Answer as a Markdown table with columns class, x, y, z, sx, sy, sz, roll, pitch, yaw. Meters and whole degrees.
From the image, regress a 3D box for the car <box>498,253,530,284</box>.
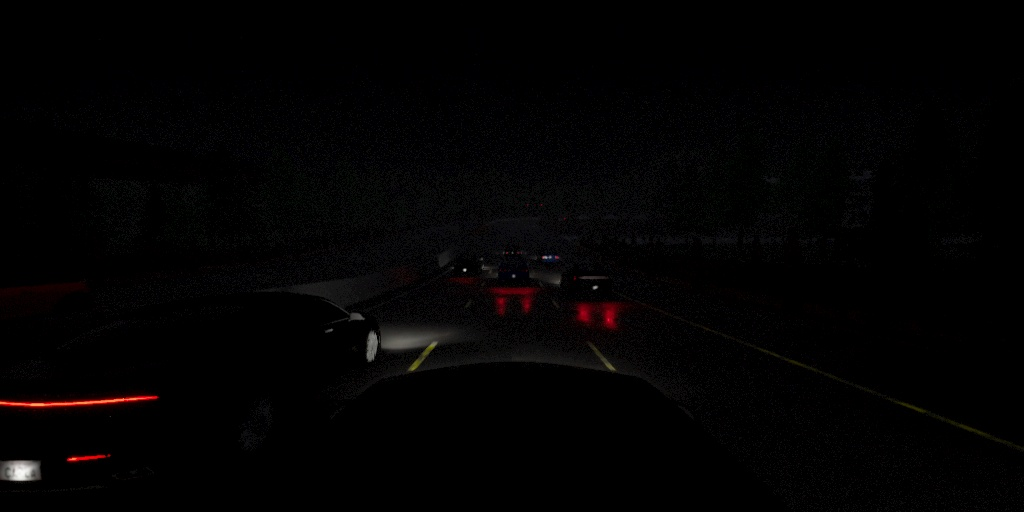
| class | x | y | z | sx | sy | sz | roll | pitch | yaw |
| --- | --- | --- | --- | --- | --- | --- | --- | --- | --- |
| car | 0.105 | 0.876 | 23.046 | 1.882 | 1.535 | 5.008 | 0 | 3 | 0 |

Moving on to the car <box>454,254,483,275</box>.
| class | x | y | z | sx | sy | sz | roll | pitch | yaw |
| --- | --- | --- | --- | --- | --- | --- | --- | --- | --- |
| car | -3.400 | 0.588 | 28.207 | 1.837 | 1.490 | 4.892 | 0 | 4 | 0 |

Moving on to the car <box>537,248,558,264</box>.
| class | x | y | z | sx | sy | sz | roll | pitch | yaw |
| --- | --- | --- | --- | --- | --- | --- | --- | --- | --- |
| car | 3.575 | -0.084 | 36.132 | 2.033 | 1.411 | 5.357 | 0 | 6 | 0 |

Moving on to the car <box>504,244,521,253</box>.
| class | x | y | z | sx | sy | sz | roll | pitch | yaw |
| --- | --- | --- | --- | --- | --- | --- | --- | --- | --- |
| car | 0.052 | -0.618 | 40.702 | 2.033 | 1.411 | 5.357 | 0 | 7 | 0 |

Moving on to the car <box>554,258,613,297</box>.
| class | x | y | z | sx | sy | sz | roll | pitch | yaw |
| --- | --- | --- | --- | --- | --- | --- | --- | --- | --- |
| car | 3.604 | 1.094 | 17.946 | 2.128 | 1.511 | 4.902 | 0 | 2 | 0 |

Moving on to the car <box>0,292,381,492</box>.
| class | x | y | z | sx | sy | sz | roll | pitch | yaw |
| --- | --- | --- | --- | --- | --- | --- | --- | --- | --- |
| car | -3.399 | 1.241 | 4.903 | 1.837 | 1.490 | 4.892 | 0 | 0 | 0 |

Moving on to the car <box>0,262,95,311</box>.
| class | x | y | z | sx | sy | sz | roll | pitch | yaw |
| --- | --- | --- | --- | --- | --- | --- | --- | --- | --- |
| car | -14.029 | 1.072 | 9.126 | 2.097 | 1.767 | 4.553 | 0 | 0 | 1 |
